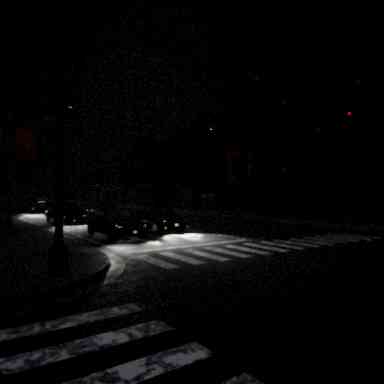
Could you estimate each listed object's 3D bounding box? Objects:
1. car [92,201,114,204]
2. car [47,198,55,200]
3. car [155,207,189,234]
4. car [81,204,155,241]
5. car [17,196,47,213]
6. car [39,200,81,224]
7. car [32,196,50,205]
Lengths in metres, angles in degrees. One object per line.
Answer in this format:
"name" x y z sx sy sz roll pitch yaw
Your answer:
"car" -7.090 1.561 27.073 1.837 1.490 4.892 1 0 -36
"car" -22.445 1.636 54.214 1.895 1.301 4.718 1 0 -36
"car" -2.001 1.634 20.023 1.994 1.385 4.181 1 0 -36
"car" -3.976 1.570 17.243 1.812 1.442 4.674 1 0 -36
"car" -17.942 1.492 36.557 2.128 1.511 4.902 1 0 -36
"car" -9.605 1.576 24.997 2.033 1.411 5.357 1 0 -36
"car" -28.533 1.508 62.632 2.128 1.511 4.902 1 0 -36
